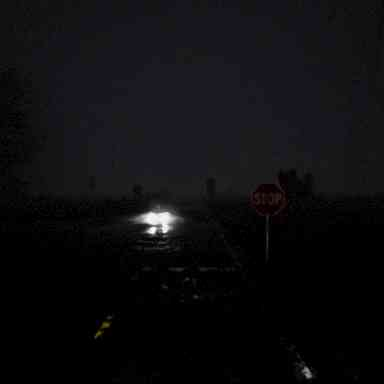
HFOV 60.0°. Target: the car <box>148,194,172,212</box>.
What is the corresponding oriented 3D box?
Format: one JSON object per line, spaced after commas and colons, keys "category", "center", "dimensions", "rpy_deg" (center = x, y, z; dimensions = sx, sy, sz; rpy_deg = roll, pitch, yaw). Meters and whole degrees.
{"category": "car", "center": [-2.844, 0.939, 30.410], "dimensions": [2.128, 1.511, 4.902], "rpy_deg": [0, 1, 0]}
